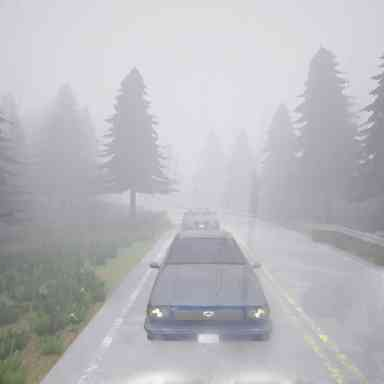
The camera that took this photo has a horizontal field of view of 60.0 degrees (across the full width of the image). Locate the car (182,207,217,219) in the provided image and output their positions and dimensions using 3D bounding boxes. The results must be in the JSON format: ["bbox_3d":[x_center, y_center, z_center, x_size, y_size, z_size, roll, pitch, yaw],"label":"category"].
[{"bbox_3d":[0.437,1.584,19.156,1.994,1.385,4.181,0,0,-2],"label":"car"}]

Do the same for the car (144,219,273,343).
[{"bbox_3d":[0.266,1.557,7.071,2.033,1.411,5.357,0,0,1],"label":"car"}]
